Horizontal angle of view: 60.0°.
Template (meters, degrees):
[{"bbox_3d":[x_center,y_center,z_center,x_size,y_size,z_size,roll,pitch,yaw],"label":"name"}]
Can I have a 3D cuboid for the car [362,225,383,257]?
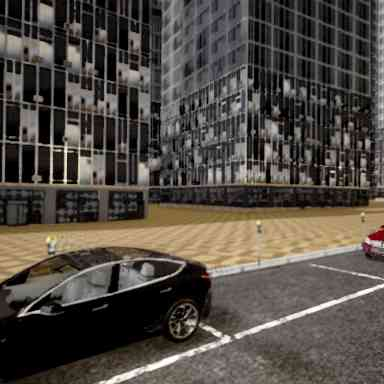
[{"bbox_3d":[7.630,1.552,11.467,4.206,1.307,1.802,0,1,-34],"label":"car"}]

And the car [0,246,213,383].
[{"bbox_3d":[-1.630,1.576,4.912,4.313,1.339,1.947,0,1,-36],"label":"car"}]
